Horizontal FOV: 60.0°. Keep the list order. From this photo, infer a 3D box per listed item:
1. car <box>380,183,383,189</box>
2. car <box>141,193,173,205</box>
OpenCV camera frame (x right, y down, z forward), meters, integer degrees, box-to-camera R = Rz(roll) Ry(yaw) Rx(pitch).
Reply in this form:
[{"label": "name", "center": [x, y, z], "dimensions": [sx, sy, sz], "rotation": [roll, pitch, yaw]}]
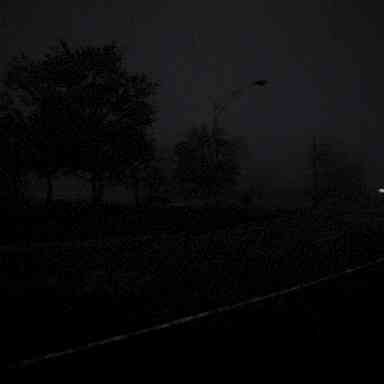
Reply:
[{"label": "car", "center": [44.870, -1.405, 77.417], "dimensions": [2.128, 1.511, 4.902], "rotation": [-1, 2, 28]}, {"label": "car", "center": [-4.964, 0.881, 47.723], "dimensions": [5.008, 1.535, 1.882], "rotation": [1, 3, 31]}]
